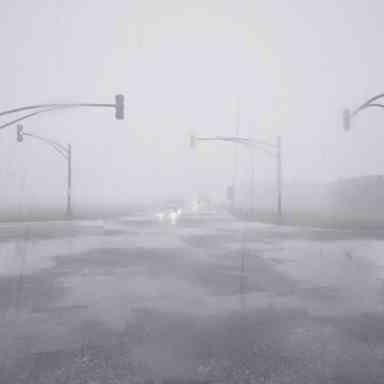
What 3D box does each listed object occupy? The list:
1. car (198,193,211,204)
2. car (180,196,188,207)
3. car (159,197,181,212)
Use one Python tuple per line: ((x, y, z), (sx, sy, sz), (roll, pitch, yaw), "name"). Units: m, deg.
((2.394, 1.200, 64.383), (2.150, 2.045, 5.566), (0, 0, 4), "car")
((-2.206, 1.485, 49.653), (2.128, 1.511, 4.902), (0, 0, 3), "car")
((-2.701, 1.599, 39.588), (1.895, 1.301, 4.718), (0, 0, 3), "car")
